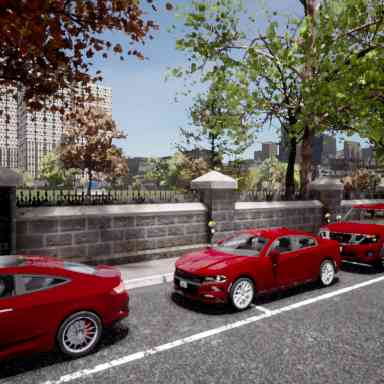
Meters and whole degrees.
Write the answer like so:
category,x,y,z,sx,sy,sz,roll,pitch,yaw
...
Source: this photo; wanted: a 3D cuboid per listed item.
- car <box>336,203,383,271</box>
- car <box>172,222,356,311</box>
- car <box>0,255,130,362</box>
category,x,y,z,sx,sy,sz,roll,pitch,yaw
car,6.229,1.316,11.046,5.009,1.841,2.192,0,0,-36
car,1.656,1.545,7.758,4.507,1.381,1.887,0,0,-36
car,-2.915,1.582,4.471,4.206,1.307,1.802,0,0,-36
